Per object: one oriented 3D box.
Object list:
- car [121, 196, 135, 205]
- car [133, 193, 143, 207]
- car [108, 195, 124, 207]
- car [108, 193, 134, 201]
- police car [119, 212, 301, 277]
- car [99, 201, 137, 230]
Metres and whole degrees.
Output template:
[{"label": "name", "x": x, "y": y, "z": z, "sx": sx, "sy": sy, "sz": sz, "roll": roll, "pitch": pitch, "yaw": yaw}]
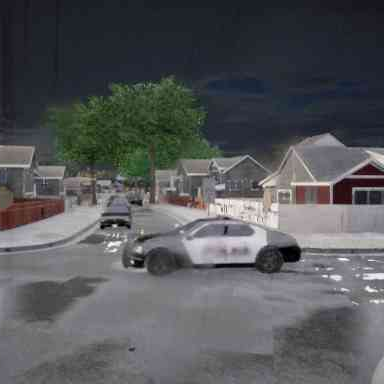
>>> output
[{"label": "car", "x": -11.758, "y": 1.460, "z": 60.968, "sx": 2.128, "sy": 1.511, "sz": 4.902, "roll": 0, "pitch": 0, "yaw": -15}, {"label": "car", "x": -8.912, "y": 1.192, "z": 51.013, "sx": 2.150, "sy": 2.045, "sz": 5.566, "roll": 0, "pitch": 0, "yaw": -16}, {"label": "car", "x": -11.676, "y": 1.339, "z": 50.601, "sx": 2.097, "sy": 1.767, "sz": 4.553, "roll": 0, "pitch": 0, "yaw": -16}, {"label": "car", "x": -7.898, "y": 1.344, "z": 36.902, "sx": 2.097, "sy": 1.767, "sz": 4.553, "roll": 0, "pitch": 0, "yaw": -14}, {"label": "police car", "x": 0.531, "y": 1.504, "z": 9.871, "sx": 4.974, "sy": 1.542, "sz": 2.038, "roll": 0, "pitch": 0, "yaw": -7}, {"label": "car", "x": -4.795, "y": 1.545, "z": 21.499, "sx": 2.033, "sy": 1.411, "sz": 5.357, "roll": 0, "pitch": 0, "yaw": -9}]
